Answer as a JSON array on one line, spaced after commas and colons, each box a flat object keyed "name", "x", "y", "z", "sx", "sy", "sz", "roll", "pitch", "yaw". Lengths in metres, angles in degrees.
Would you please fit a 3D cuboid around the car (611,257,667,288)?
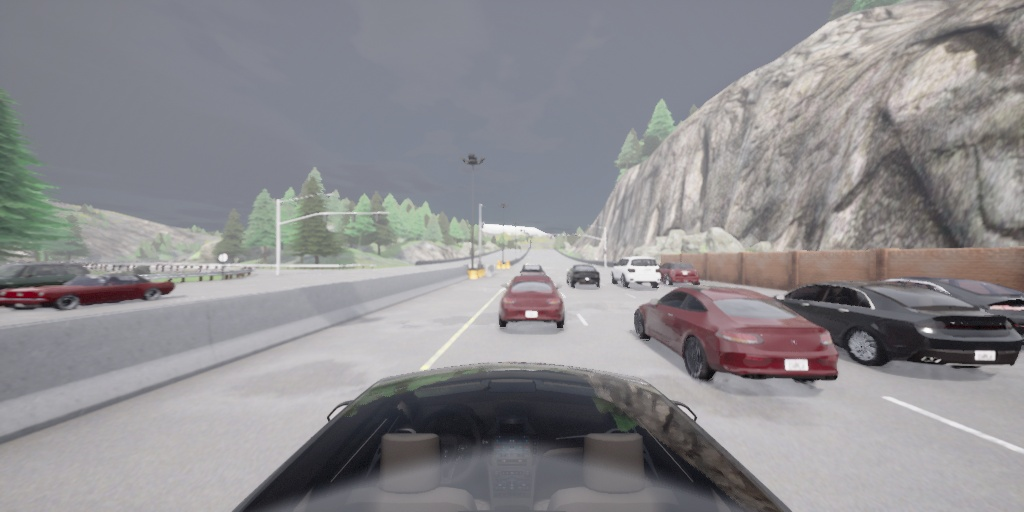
[{"name": "car", "x": 8.413, "y": 1.084, "z": 24.809, "sx": 2.150, "sy": 2.045, "sz": 5.566, "roll": 0, "pitch": 0, "yaw": 3}]

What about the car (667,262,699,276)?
[{"name": "car", "x": 12.041, "y": 1.234, "z": 26.779, "sx": 2.097, "sy": 1.767, "sz": 4.553, "roll": 0, "pitch": 0, "yaw": 3}]

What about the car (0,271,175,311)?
[{"name": "car", "x": -16.851, "y": 1.402, "z": 14.567, "sx": 1.895, "sy": 1.301, "sz": 4.718, "roll": 0, "pitch": 0, "yaw": 3}]

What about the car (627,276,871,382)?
[{"name": "car", "x": 3.926, "y": 1.309, "z": 7.133, "sx": 1.812, "sy": 1.442, "sz": 4.674, "roll": 0, "pitch": 0, "yaw": 2}]

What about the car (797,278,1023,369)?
[{"name": "car", "x": 7.465, "y": 1.304, "z": 7.992, "sx": 1.837, "sy": 1.490, "sz": 4.892, "roll": 0, "pitch": 0, "yaw": 3}]

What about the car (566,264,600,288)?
[{"name": "car", "x": 4.939, "y": 1.329, "z": 25.303, "sx": 1.882, "sy": 1.535, "sz": 5.008, "roll": 0, "pitch": 0, "yaw": 3}]

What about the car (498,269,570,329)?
[{"name": "car", "x": 0.620, "y": 1.312, "z": 11.348, "sx": 1.812, "sy": 1.442, "sz": 4.674, "roll": 0, "pitch": 0, "yaw": 3}]

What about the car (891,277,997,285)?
[{"name": "car", "x": 11.059, "y": 1.310, "z": 9.769, "sx": 2.128, "sy": 1.511, "sz": 4.902, "roll": 0, "pitch": 0, "yaw": 3}]

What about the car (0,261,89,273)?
[{"name": "car", "x": -20.339, "y": 1.086, "z": 14.839, "sx": 2.097, "sy": 1.767, "sz": 4.553, "roll": 0, "pitch": 0, "yaw": 3}]

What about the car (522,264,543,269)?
[{"name": "car", "x": 1.453, "y": 1.333, "z": 25.877, "sx": 2.128, "sy": 1.511, "sz": 4.902, "roll": 0, "pitch": 0, "yaw": 4}]
